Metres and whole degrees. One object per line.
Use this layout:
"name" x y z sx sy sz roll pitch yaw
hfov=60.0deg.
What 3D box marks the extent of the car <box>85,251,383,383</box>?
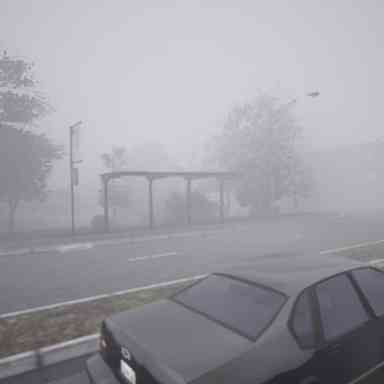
"car" 1.517 1.512 4.213 5.357 1.411 2.033 -1 0 -35
